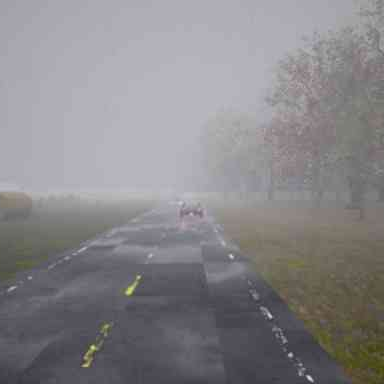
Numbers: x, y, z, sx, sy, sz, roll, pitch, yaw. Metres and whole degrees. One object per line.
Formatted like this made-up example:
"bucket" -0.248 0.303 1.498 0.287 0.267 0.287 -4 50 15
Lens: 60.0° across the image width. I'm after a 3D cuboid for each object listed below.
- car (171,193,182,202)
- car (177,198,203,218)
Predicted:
"car" -3.005 1.018 64.954 2.097 1.767 4.553 0 0 0
"car" -0.040 1.460 28.779 1.895 1.301 4.718 0 0 0
